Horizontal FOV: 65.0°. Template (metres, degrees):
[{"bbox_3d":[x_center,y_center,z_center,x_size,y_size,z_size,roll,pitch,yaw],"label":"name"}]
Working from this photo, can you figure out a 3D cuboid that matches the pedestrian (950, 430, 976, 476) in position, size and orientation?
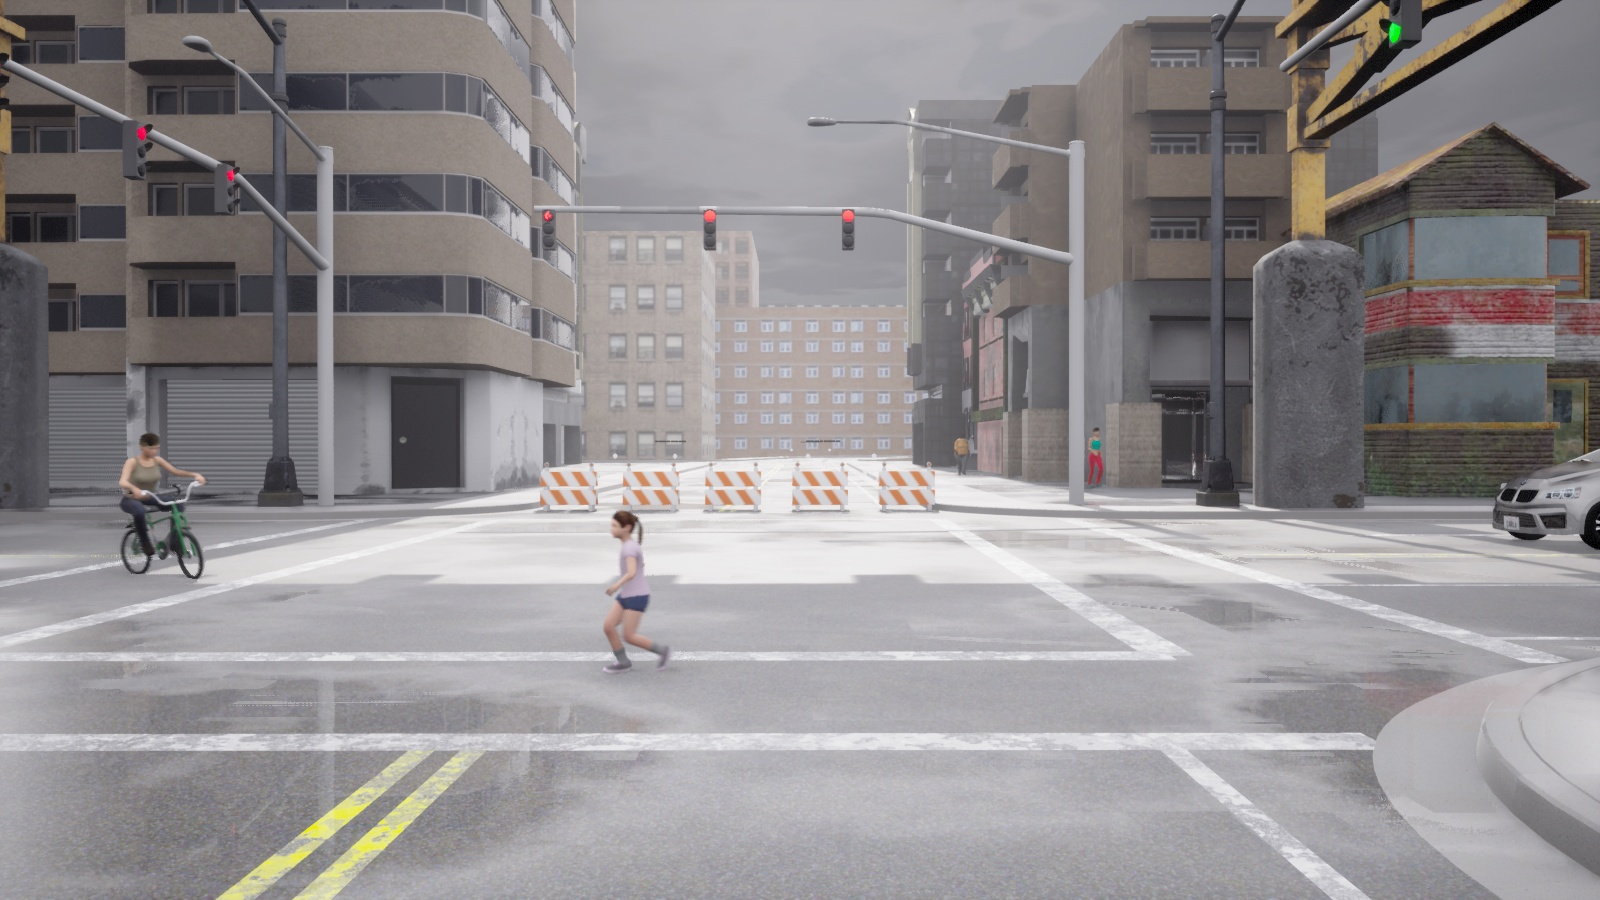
[{"bbox_3d":[6.715,0.125,51.723,0.874,1.855,0.900,0,0,-4],"label":"pedestrian"}]

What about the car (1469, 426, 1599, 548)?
[{"bbox_3d":[12.614,0.498,18.226,4.611,1.667,2.242,0,0,0],"label":"car"}]

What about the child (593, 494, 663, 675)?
[{"bbox_3d":[-1.096,0.842,7.996,0.394,1.110,0.255,0,0,-22],"label":"child"}]

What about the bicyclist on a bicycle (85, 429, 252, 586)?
[{"bbox_3d":[-7.014,0.599,13.945,1.509,1.612,0.866,0,5,30],"label":"bicyclist on a bicycle"}]

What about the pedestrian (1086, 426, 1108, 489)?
[{"bbox_3d":[8.724,0.210,36.916,0.345,1.836,0.594,0,0,-20],"label":"pedestrian"}]
